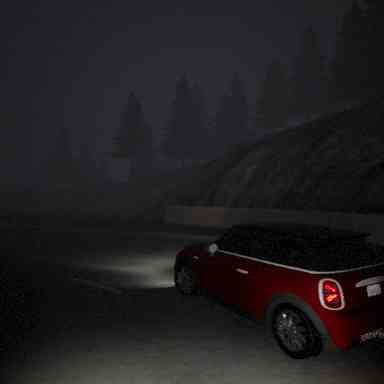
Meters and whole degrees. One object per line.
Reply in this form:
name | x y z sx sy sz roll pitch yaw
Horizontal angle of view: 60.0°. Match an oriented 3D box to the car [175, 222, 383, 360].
car | 1.425 1.350 6.366 2.097 1.767 4.553 0 0 -29
